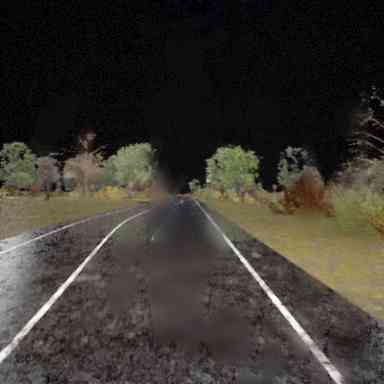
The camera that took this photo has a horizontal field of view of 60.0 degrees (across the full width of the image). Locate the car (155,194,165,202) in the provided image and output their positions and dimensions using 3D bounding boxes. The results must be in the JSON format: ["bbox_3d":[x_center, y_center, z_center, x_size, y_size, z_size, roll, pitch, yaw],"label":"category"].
[{"bbox_3d":[-7.688,1.452,80.488,2.150,2.045,5.566,0,0,-1],"label":"car"}]
